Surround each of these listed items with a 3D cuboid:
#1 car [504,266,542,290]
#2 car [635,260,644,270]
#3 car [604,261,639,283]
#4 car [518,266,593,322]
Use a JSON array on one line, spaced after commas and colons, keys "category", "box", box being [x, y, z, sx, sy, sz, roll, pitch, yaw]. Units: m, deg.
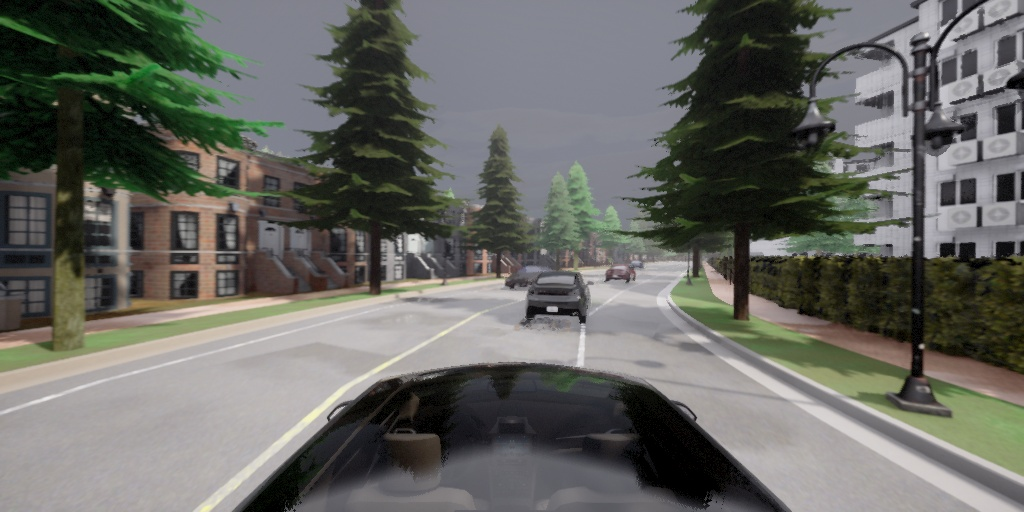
[{"category": "car", "box": [1.408, 1.311, 22.604, 2.033, 1.411, 5.357, 0, 0, 25]}, {"category": "car", "box": [20.722, 1.466, 59.714, 1.812, 1.442, 4.674, 1, 0, 28]}, {"category": "car", "box": [8.833, 1.357, 29.091, 1.812, 1.442, 4.674, 0, 0, 27]}, {"category": "car", "box": [1.714, 1.266, 12.452, 1.837, 1.490, 4.892, 0, 0, 14]}]
